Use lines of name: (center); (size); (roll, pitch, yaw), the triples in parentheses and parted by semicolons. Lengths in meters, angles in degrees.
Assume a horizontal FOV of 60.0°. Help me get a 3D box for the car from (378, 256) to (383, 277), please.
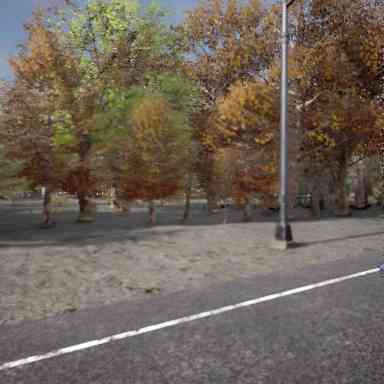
car: (7.000, 1.627, 8.739); (5.357, 1.411, 2.033); (0, 0, -35)
